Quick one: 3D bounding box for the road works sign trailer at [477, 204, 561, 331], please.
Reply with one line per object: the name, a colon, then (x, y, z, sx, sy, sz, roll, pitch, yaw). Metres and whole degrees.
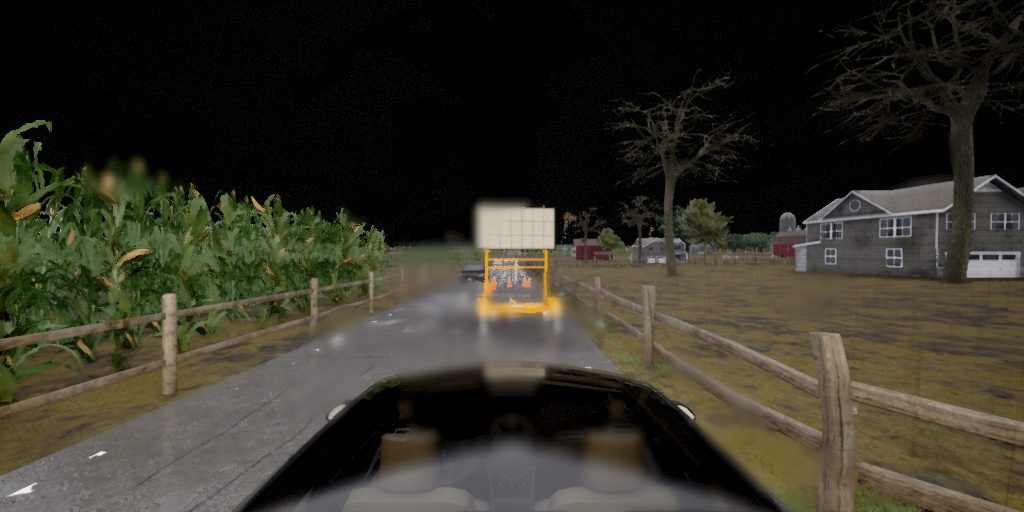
road works sign trailer: (0.122, 0.224, 11.047, 2.380, 3.560, 2.880, 0, 0, -5)

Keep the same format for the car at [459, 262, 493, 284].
car: (-2.847, 1.346, 27.930, 2.033, 1.411, 5.357, 0, 0, 0)
